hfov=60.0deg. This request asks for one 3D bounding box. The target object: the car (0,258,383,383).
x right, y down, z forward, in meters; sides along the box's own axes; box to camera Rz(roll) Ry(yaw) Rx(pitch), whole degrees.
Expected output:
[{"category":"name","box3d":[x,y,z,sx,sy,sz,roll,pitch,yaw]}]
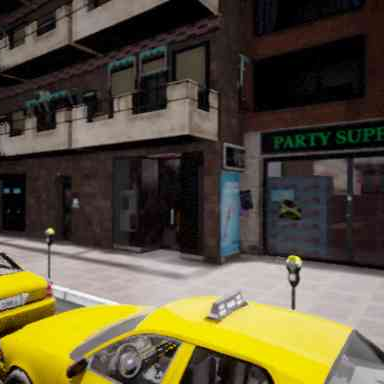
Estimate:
[{"category":"car","box3d":[0.067,1.525,2.824,4.829,1.417,1.752,0,0,36]}]

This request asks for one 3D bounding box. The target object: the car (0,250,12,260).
[{"category":"car","box3d":[-4.428,1.523,6.034,4.829,1.417,1.752,0,0,36]}]
